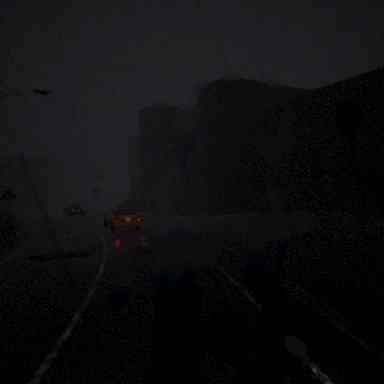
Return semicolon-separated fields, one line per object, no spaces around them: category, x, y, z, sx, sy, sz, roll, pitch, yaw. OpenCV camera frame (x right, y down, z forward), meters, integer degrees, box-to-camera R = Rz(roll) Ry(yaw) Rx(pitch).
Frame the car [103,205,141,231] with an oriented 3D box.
car;-4.857;1.699;22.600;1.801;1.575;5.366;-2;0;-22

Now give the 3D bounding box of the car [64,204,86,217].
car;-13.965;2.162;39.560;2.033;1.411;5.357;-3;0;-29
